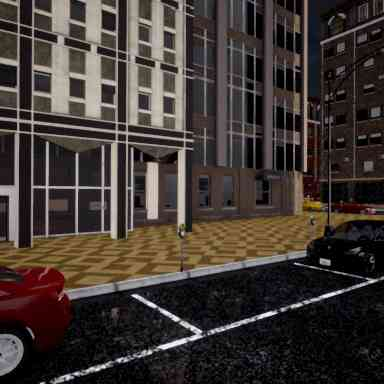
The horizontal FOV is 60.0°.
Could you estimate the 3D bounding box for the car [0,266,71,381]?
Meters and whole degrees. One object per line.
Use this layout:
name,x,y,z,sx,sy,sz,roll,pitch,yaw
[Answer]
car,-3.793,1.545,3.847,4.507,1.381,1.887,0,0,-36

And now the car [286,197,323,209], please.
car,15.574,1.500,46.381,1.752,1.417,4.829,0,0,-36

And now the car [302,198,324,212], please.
car,12.283,1.467,36.611,1.752,1.417,4.829,0,0,-36

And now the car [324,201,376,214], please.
car,15.492,1.535,32.154,1.802,1.307,4.206,0,0,-36

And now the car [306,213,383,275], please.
car,5.455,1.567,10.473,4.313,1.339,1.947,0,0,-36
